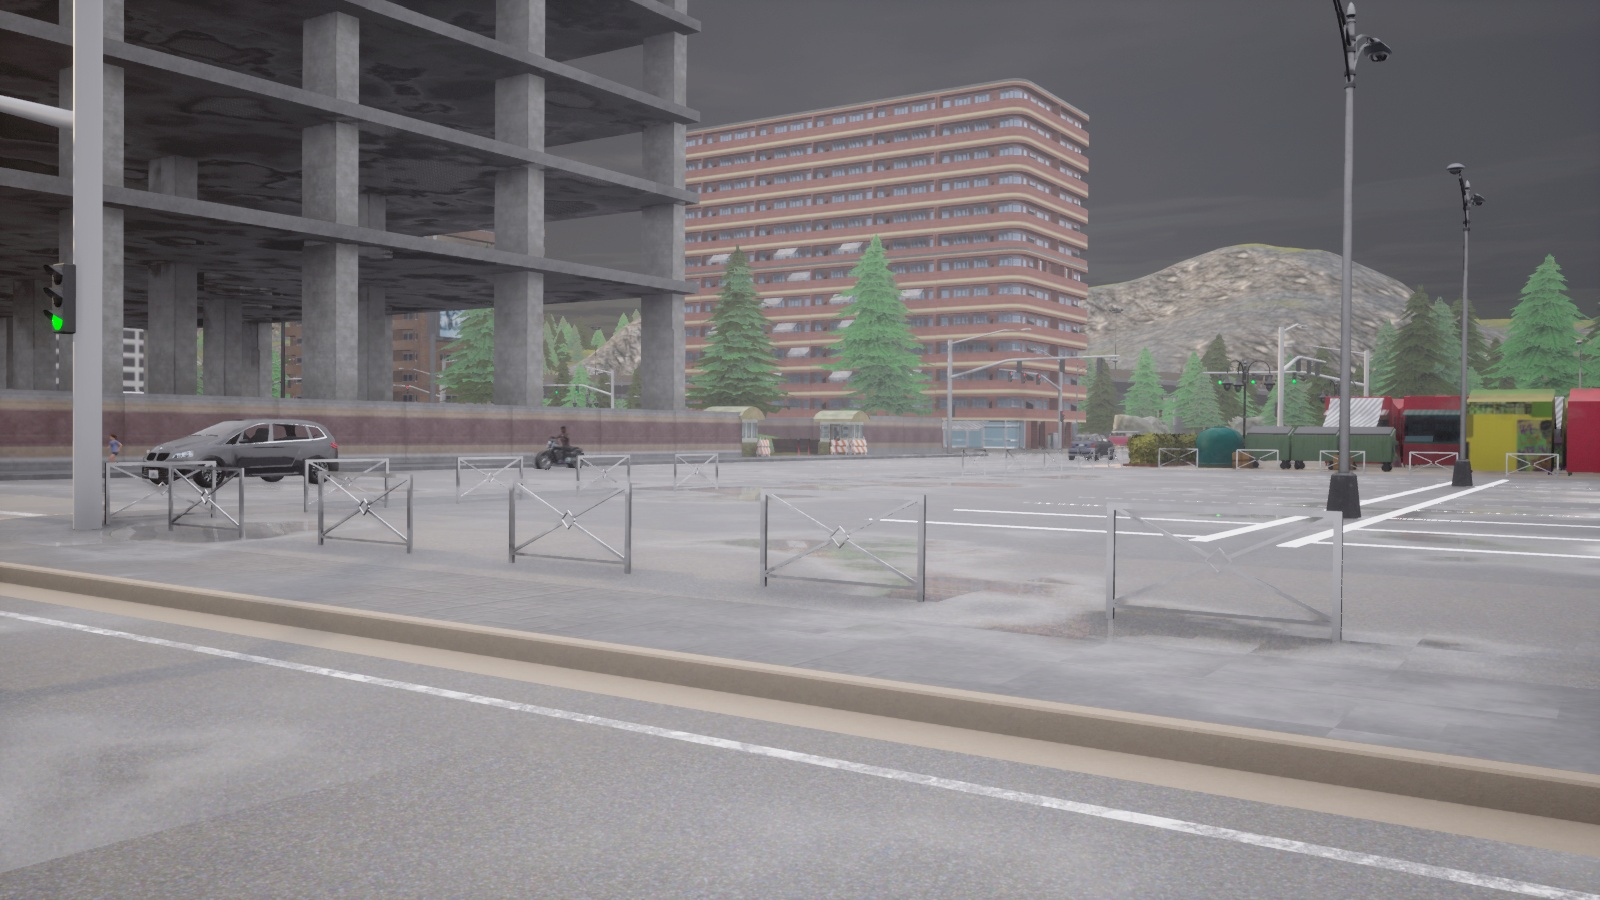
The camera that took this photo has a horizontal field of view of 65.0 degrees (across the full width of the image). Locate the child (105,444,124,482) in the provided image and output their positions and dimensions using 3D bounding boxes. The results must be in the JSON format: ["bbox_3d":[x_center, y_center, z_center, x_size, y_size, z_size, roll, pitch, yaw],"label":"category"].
[{"bbox_3d":[-20.198,0.388,36.987,0.255,1.110,0.394,0,1,35],"label":"child"}]

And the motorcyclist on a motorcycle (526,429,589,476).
[{"bbox_3d":[-8.746,0.085,45.408,0.766,1.649,2.350,0,1,33],"label":"motorcyclist on a motorcycle"}]

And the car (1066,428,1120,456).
[{"bbox_3d":[16.631,-0.469,71.228,1.789,1.549,3.705,0,1,33],"label":"car"}]

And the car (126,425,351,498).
[{"bbox_3d":[-13.865,0.219,31.270,2.242,1.667,4.611,0,1,33],"label":"car"}]
